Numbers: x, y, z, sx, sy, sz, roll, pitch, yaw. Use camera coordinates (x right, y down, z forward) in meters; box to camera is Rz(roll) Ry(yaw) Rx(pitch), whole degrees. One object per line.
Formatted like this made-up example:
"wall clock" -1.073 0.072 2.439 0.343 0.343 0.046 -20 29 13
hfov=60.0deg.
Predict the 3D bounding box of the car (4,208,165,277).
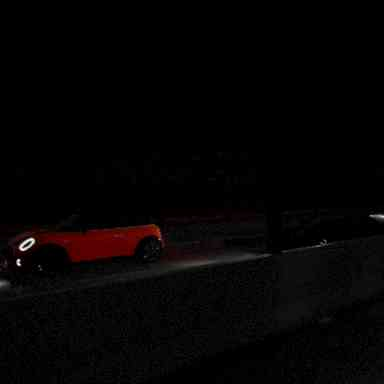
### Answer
"car" -3.193 1.347 10.319 4.553 1.767 2.097 0 0 -36

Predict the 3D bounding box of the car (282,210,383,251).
"car" 5.231 1.461 12.048 5.008 1.535 1.882 0 0 -36
